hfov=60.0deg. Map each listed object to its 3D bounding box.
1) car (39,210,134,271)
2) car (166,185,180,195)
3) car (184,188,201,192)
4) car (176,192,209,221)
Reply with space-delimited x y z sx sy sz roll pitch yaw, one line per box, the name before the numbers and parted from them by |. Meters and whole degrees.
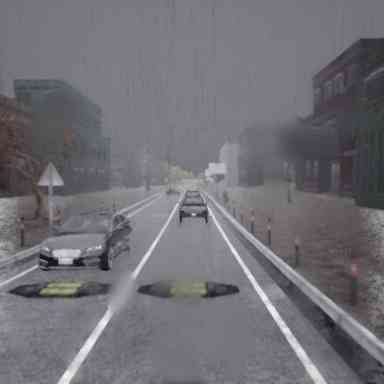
car | -3.100 1.385 10.606 2.128 1.511 4.902 0 1 0
car | -3.063 -0.379 54.115 2.097 1.767 4.553 0 2 0
car | 0.097 0.273 40.743 2.128 1.511 4.902 0 2 0
car | 0.098 1.049 22.446 2.128 1.511 4.902 0 2 0
